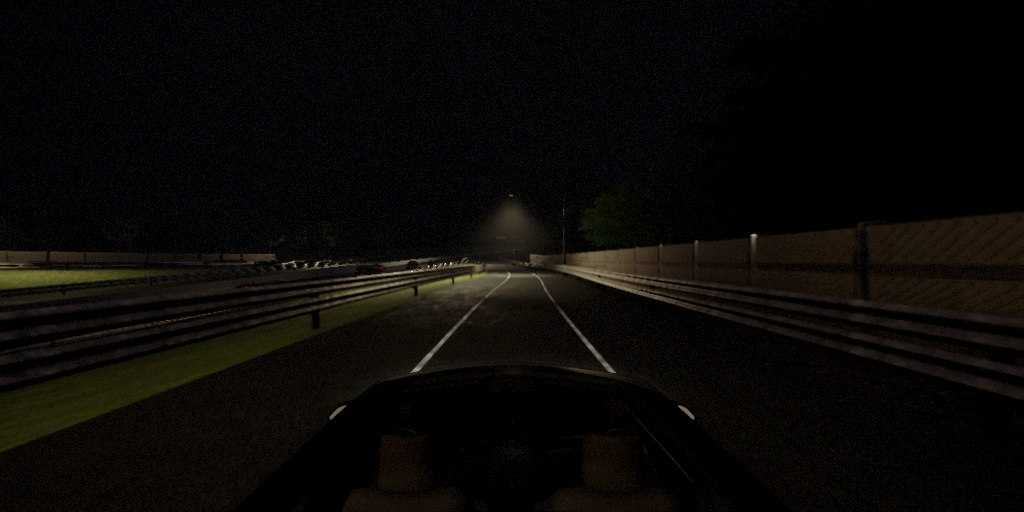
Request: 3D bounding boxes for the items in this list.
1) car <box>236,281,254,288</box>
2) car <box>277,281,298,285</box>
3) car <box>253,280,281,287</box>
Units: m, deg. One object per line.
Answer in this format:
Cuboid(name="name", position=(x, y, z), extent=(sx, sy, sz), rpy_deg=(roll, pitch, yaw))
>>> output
Cuboid(name="car", position=(-36.787, 4.276, 51.560), extent=(1.895, 1.301, 4.718), rpy_deg=(0, 3, 10))
Cuboid(name="car", position=(-29.897, 4.313, 50.319), extent=(1.895, 1.301, 4.718), rpy_deg=(0, 3, 10))
Cuboid(name="car", position=(-33.347, 4.178, 50.905), extent=(1.882, 1.535, 5.008), rpy_deg=(0, 3, 10))
